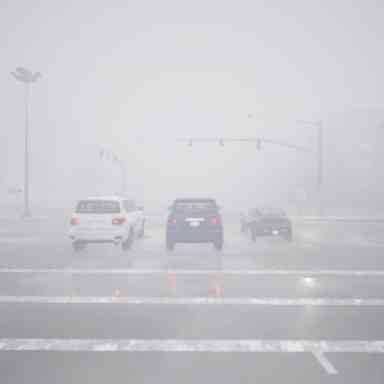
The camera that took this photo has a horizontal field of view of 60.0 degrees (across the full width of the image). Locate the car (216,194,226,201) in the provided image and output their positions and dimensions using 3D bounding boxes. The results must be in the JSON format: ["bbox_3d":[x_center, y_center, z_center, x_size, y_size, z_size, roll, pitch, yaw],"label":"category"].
[{"bbox_3d":[6.970,1.294,80.681,2.097,1.767,4.553,0,0,0],"label":"car"}]

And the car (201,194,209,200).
[{"bbox_3d":[3.465,1.379,90.710,2.128,1.511,4.902,0,0,0],"label":"car"}]

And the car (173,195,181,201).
[{"bbox_3d":[-3.530,1.463,80.705,1.812,1.442,4.674,0,0,0],"label":"car"}]

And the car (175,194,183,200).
[{"bbox_3d":[-3.535,1.331,90.706,1.882,1.535,5.008,0,0,0],"label":"car"}]

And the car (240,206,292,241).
[{"bbox_3d":[3.600,1.491,16.738,1.837,1.490,4.892,0,0,0],"label":"car"}]

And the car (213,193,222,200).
[{"bbox_3d":[6.965,1.209,90.682,2.097,1.767,4.553,0,0,0],"label":"car"}]

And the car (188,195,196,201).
[{"bbox_3d":[-0.030,1.439,80.291,1.837,1.490,4.892,0,0,0],"label":"car"}]

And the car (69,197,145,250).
[{"bbox_3d":[-3.401,1.210,14.299,2.150,2.045,5.566,0,0,0],"label":"car"}]

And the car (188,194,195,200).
[{"bbox_3d":[-0.035,1.378,90.708,1.812,1.442,4.674,0,0,0],"label":"car"}]

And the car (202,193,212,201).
[{"bbox_3d":[3.470,1.165,80.322,2.150,2.045,5.566,0,0,0],"label":"car"}]

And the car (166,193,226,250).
[{"bbox_3d":[0.099,1.210,14.281,2.150,2.045,5.566,0,0,0],"label":"car"}]
